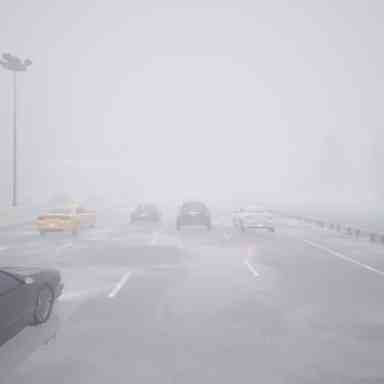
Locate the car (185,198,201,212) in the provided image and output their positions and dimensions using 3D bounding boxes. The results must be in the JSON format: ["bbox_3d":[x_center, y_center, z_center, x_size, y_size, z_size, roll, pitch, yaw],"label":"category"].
[{"bbox_3d":[0.119,1.509,40.698,1.837,1.490,4.892,0,0,0],"label":"car"}]

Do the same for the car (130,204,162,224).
[{"bbox_3d":[-3.387,1.567,25.152,1.994,1.385,4.181,0,0,0],"label":"car"}]

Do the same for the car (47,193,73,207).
[{"bbox_3d":[-21.123,1.229,53.471,2.150,2.045,5.566,0,0,-1],"label":"car"}]

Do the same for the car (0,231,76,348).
[{"bbox_3d":[-3.397,1.548,4.005,2.033,1.411,5.357,0,0,0],"label":"car"}]

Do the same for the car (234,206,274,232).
[{"bbox_3d":[3.609,1.527,19.805,1.812,1.442,4.674,0,0,0],"label":"car"}]

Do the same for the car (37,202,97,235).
[{"bbox_3d":[-6.889,1.480,18.835,1.882,1.535,5.008,0,0,0],"label":"car"}]

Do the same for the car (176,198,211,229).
[{"bbox_3d":[0.111,1.354,21.758,2.097,1.767,4.553,0,0,0],"label":"car"}]
